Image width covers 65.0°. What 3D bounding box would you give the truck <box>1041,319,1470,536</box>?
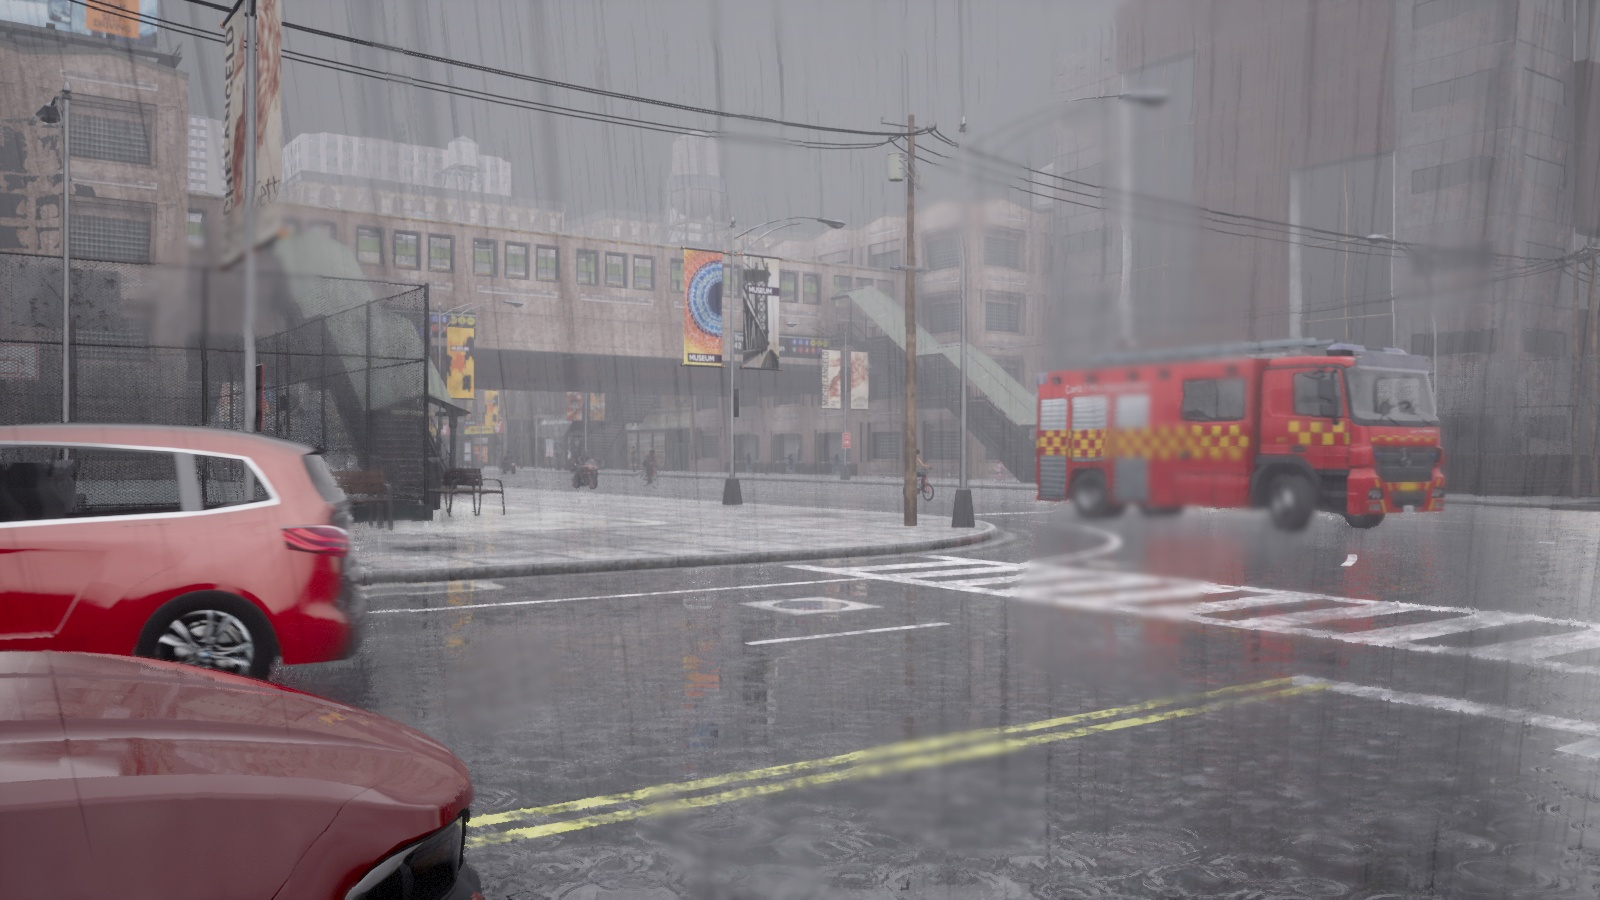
[{"bbox_3d":[9.144,-0.374,26.504,2.891,3.827,8.468,0,0,-33],"label":"truck"}]

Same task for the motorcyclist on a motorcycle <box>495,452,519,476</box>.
[{"bbox_3d":[-20.210,0.950,86.649,0.766,1.649,2.350,0,0,-35],"label":"motorcyclist on a motorcycle"}]

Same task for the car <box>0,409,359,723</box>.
[{"bbox_3d":[-5.102,0.618,7.544,4.611,1.667,2.242,0,0,-19],"label":"car"}]

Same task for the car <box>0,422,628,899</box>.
[{"bbox_3d":[-2.898,0.733,1.605,5.008,1.535,1.882,0,0,-36],"label":"car"}]

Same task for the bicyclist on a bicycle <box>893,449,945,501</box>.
[{"bbox_3d":[3.733,0.770,39.578,0.866,1.612,1.509,0,0,-35],"label":"bicyclist on a bicycle"}]

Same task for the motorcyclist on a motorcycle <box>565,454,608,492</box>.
[{"bbox_3d":[-8.762,0.924,51.474,0.866,1.530,2.191,0,0,-35],"label":"motorcyclist on a motorcycle"}]
